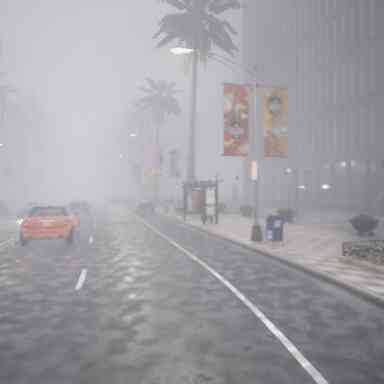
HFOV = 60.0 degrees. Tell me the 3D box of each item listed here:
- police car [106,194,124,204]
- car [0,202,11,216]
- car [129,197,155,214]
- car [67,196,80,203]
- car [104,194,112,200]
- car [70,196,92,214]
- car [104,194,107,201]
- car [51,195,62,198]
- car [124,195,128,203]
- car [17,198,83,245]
[{"bbox_3d":[-14.266,1.297,61.615,1.930,1.638,5.238,-9,5,-15],"label":"police car"},{"bbox_3d":[-17.724,1.598,29.718,2.033,1.411,5.357,0,0,-15],"label":"car"},{"bbox_3d":[-5.079,1.447,35.373,2.231,1.521,4.892,0,0,-15],"label":"car"},{"bbox_3d":[-25.038,1.506,70.587,2.033,1.411,5.357,0,0,-14],"label":"car"},{"bbox_3d":[-22.945,1.326,90.985,2.033,1.411,5.357,0,0,-15],"label":"car"},{"bbox_3d":[-11.584,1.511,34.567,1.837,1.490,4.892,0,0,-15],"label":"car"},{"bbox_3d":[-19.314,1.329,77.302,1.837,1.490,4.892,0,0,-15],"label":"car"},{"bbox_3d":[-28.429,1.466,69.721,1.882,1.535,5.008,0,0,-14],"label":"car"},{"bbox_3d":[-18.226,1.468,84.965,2.161,1.482,4.786,0,0,-15],"label":"car"},{"bbox_3d":[-6.603,1.362,15.918,2.097,1.767,4.553,0,0,-14],"label":"car"}]
